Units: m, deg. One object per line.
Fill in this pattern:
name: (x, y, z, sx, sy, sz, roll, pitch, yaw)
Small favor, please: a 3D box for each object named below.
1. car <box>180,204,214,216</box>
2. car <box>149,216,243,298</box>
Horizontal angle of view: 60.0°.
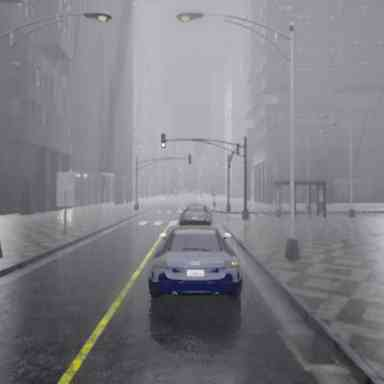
car: (0.365, 1.501, 21.780, 1.994, 1.385, 4.181, 0, 0, 5)
car: (0.085, 1.541, 8.482, 1.994, 1.385, 4.181, 0, 0, 0)
